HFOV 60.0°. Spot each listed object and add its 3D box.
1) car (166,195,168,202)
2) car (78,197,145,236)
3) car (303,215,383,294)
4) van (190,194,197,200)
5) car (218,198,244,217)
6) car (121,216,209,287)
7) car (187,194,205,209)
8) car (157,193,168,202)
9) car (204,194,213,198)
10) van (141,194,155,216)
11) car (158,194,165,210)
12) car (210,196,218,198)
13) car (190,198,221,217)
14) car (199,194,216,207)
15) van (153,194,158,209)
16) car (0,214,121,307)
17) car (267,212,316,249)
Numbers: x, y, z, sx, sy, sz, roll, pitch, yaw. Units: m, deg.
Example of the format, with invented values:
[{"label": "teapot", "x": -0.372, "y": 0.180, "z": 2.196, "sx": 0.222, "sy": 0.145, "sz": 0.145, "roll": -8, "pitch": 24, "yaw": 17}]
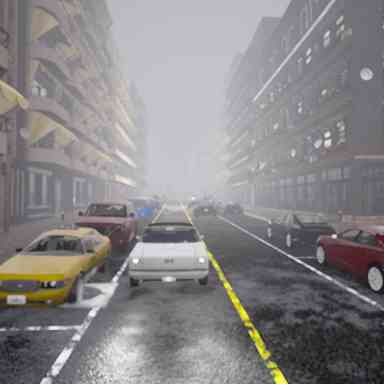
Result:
[{"label": "car", "x": -5.752, "y": 1.501, "z": 57.925, "sx": 1.947, "sy": 1.339, "sz": 4.313, "roll": 1, "pitch": 0, "yaw": -3}, {"label": "car", "x": -3.394, "y": 1.282, "z": 13.744, "sx": 2.192, "sy": 1.841, "sz": 5.009, "roll": 2, "pitch": 0, "yaw": -3}, {"label": "car", "x": 4.766, "y": 1.533, "z": 8.576, "sx": 1.887, "sy": 1.381, "sz": 4.507, "roll": 1, "pitch": 0, "yaw": -3}, {"label": "van", "x": 0.326, "y": 1.336, "z": 91.425, "sx": 1.690, "sy": 1.788, "sz": 3.998, "roll": 1, "pitch": 0, "yaw": -3}, {"label": "car", "x": 3.591, "y": 1.497, "z": 30.669, "sx": 1.887, "sy": 1.381, "sz": 4.507, "roll": 1, "pitch": 0, "yaw": -3}, {"label": "car", "x": -0.620, "y": 1.580, "z": 9.425, "sx": 1.895, "sy": 1.301, "sz": 4.718, "roll": 0, "pitch": 0, "yaw": -3}, {"label": "car", "x": 0.402, "y": 1.433, "z": 43.270, "sx": 2.128, "sy": 1.511, "sz": 4.902, "roll": 0, "pitch": 0, "yaw": -2}, {"label": "car", "x": -6.628, "y": 1.266, "z": 74.492, "sx": 2.192, "sy": 1.841, "sz": 5.009, "roll": 1, "pitch": 0, "yaw": -3}, {"label": "car", "x": 3.013, "y": 1.386, "z": 41.715, "sx": 1.967, "sy": 1.590, "sz": 4.097, "roll": 1, "pitch": 0, "yaw": -3}, {"label": "van", "x": -3.982, "y": 1.289, "z": 24.787, "sx": 1.690, "sy": 1.788, "sz": 3.998, "roll": 2, "pitch": 0, "yaw": -3}, {"label": "car", "x": -4.864, "y": 1.251, "z": 41.356, "sx": 2.192, "sy": 1.841, "sz": 5.009, "roll": 2, "pitch": 0, "yaw": -3}, {"label": "car", "x": 3.297, "y": 1.493, "z": 36.191, "sx": 1.887, "sy": 1.381, "sz": 4.507, "roll": 1, "pitch": 0, "yaw": -3}, {"label": "car", "x": 1.110, "y": 1.513, "z": 30.217, "sx": 1.994, "sy": 1.385, "sz": 4.181, "roll": 0, "pitch": 0, "yaw": -3}, {"label": "car", "x": 2.386, "y": 1.258, "z": 52.759, "sx": 2.192, "sy": 1.841, "sz": 5.009, "roll": 1, "pitch": 0, "yaw": -3}, {"label": "van", "x": -4.277, "y": 1.284, "z": 30.311, "sx": 1.690, "sy": 1.788, "sz": 3.998, "roll": 2, "pitch": 0, "yaw": -3}, {"label": "car", "x": -3.097, "y": 1.504, "z": 8.051, "sx": 1.752, "sy": 1.417, "sz": 4.829, "roll": 2, "pitch": 0, "yaw": -3}, {"label": "car", "x": 4.472, "y": 1.527, "z": 14.100, "sx": 2.008, "sy": 1.369, "sz": 4.403, "roll": 1, "pitch": 0, "yaw": -3}]
